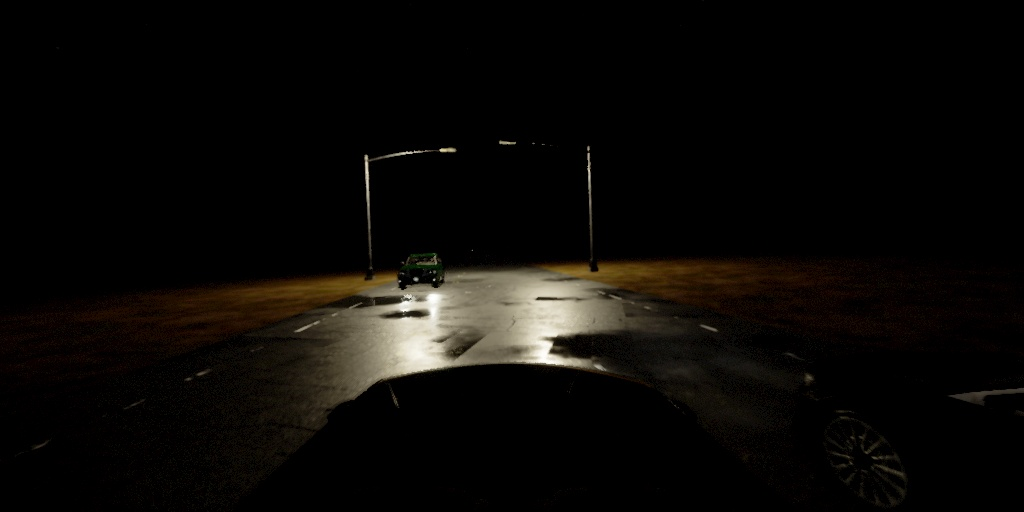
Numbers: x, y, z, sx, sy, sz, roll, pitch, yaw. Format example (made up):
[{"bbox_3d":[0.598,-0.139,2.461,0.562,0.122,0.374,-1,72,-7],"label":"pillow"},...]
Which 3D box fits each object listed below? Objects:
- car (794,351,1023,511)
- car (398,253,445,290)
[{"bbox_3d":[3.651,1.133,1.306,2.128,1.511,4.902,-2,1,-5],"label":"car"},{"bbox_3d":[-5.409,0.859,21.951,2.150,2.045,5.566,-2,1,-6],"label":"car"}]
